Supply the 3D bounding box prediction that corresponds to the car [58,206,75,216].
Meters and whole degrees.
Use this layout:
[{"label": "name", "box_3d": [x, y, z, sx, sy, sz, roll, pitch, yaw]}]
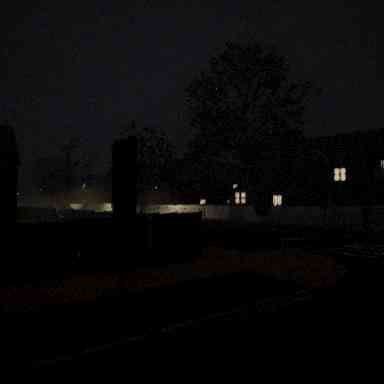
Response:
[{"label": "car", "box_3d": [-18.014, 2.695, 47.545, 2.033, 1.411, 5.357, 1, -2, -35]}]
